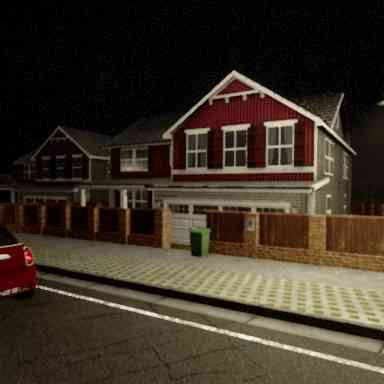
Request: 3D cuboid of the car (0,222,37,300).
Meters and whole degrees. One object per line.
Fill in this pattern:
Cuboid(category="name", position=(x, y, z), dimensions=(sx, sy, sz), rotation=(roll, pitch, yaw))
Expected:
Cuboid(category="car", position=(-5.396, 1.335, 6.982), dimensions=(4.553, 1.767, 2.097), rotation=(0, 0, 31))
